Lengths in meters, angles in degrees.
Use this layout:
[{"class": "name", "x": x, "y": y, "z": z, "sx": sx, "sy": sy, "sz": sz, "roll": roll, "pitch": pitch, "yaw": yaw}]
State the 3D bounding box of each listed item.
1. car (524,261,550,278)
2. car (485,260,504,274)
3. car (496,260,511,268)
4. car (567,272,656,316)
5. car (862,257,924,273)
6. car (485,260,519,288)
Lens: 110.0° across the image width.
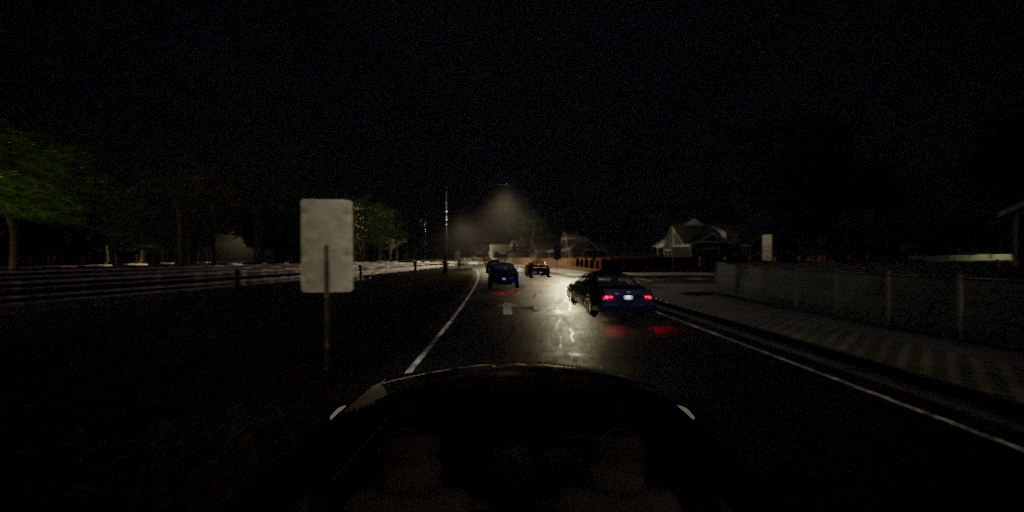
[{"class": "car", "x": 2.254, "y": 1.182, "z": 32.674, "sx": 2.128, "sy": 1.511, "sz": 4.902, "roll": 0, "pitch": 0, "yaw": -5}, {"class": "car", "x": -2.013, "y": 1.192, "z": 40.682, "sx": 1.837, "sy": 1.490, "sz": 4.892, "roll": 0, "pitch": 0, "yaw": -6}, {"class": "car", "x": -1.533, "y": 1.308, "z": 62.939, "sx": 1.895, "sy": 1.301, "sz": 4.718, "roll": 0, "pitch": 0, "yaw": -10}, {"class": "car", "x": 3.380, "y": 1.276, "z": 13.192, "sx": 2.033, "sy": 1.411, "sz": 5.357, "roll": 0, "pitch": 0, "yaw": -2}, {"class": "car", "x": 29.597, "y": 0.842, "z": 27.950, "sx": 4.902, "sy": 1.511, "sz": 2.128, "roll": 0, "pitch": 1, "yaw": -2}, {"class": "car", "x": -0.608, "y": 1.192, "z": 23.562, "sx": 1.882, "sy": 1.535, "sz": 5.008, "roll": 0, "pitch": 0, "yaw": -3}]
